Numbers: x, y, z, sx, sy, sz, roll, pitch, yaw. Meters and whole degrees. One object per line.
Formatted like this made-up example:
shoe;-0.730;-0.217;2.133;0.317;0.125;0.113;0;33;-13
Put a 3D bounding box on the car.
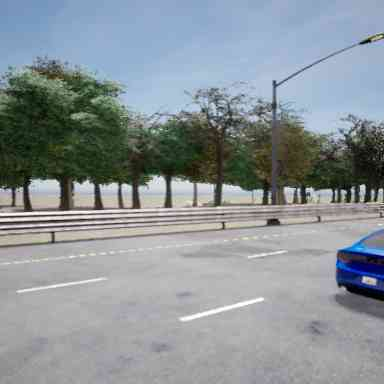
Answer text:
car;5.344;1.530;7.678;5.008;1.535;1.882;0;0;-35
